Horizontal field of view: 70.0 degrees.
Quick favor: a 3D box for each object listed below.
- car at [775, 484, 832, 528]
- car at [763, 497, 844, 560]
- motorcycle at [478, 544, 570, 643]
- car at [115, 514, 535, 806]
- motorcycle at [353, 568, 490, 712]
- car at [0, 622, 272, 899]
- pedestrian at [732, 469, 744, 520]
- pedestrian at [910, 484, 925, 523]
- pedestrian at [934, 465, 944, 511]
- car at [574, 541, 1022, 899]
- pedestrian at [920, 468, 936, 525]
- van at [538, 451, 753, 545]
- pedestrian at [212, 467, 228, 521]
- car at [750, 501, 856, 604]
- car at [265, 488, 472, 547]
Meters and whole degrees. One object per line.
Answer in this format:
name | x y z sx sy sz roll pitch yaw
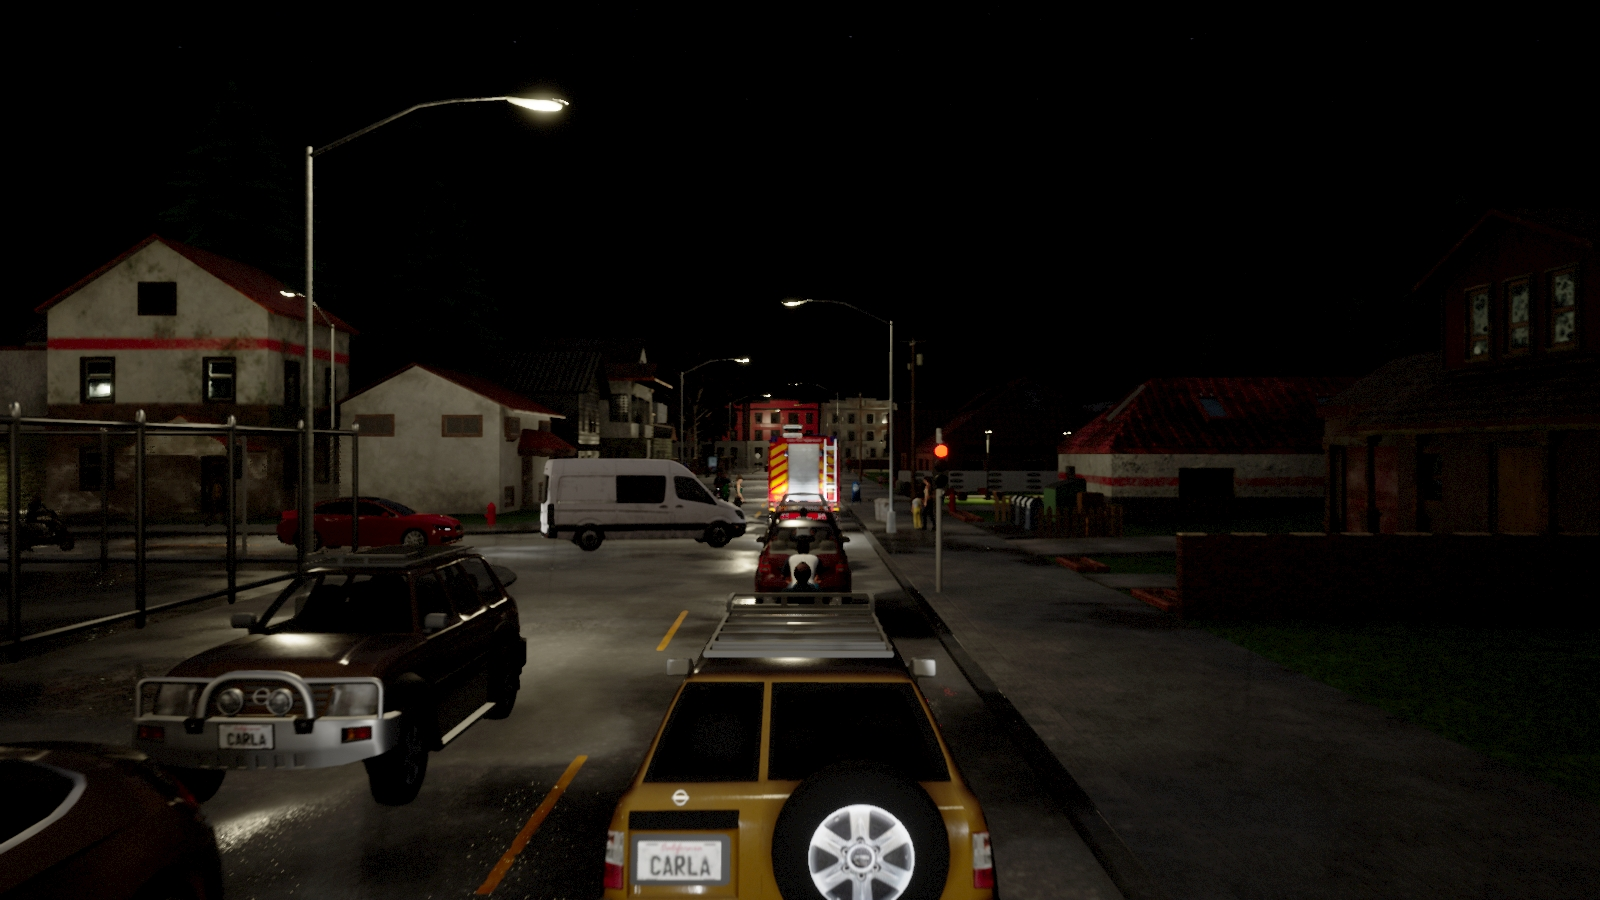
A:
car | 0.121 1.935 40.380 1.895 1.301 4.718 0 0 0
car | 0.082 1.928 28.867 1.895 1.301 4.718 0 0 0
motorcycle | -3.871 1.993 16.175 0.803 1.145 2.033 0 0 0
car | -3.968 1.644 10.558 1.932 1.855 4.605 0 0 1
motorcycle | -3.977 1.962 12.163 0.856 1.236 1.805 0 0 0
car | -3.989 1.772 3.770 2.152 1.651 5.027 0 0 0
pedestrian | -2.272 1.628 41.682 0.375 1.860 0.375 0 0 -12
pedestrian | 3.964 1.805 38.576 0.375 1.300 0.375 0 0 -14
pedestrian | 5.572 1.524 45.866 0.375 1.860 0.375 0 0 4
car | 0.005 1.639 7.230 1.932 1.855 4.605 0 -1 0
pedestrian | 4.228 1.526 37.720 0.375 1.860 0.375 0 0 37
van | -4.480 1.314 33.123 5.915 2.561 1.988 0 0 -18
pedestrian | -20.169 1.525 39.715 0.375 1.860 0.375 0 0 -4
car | 0.057 1.806 21.028 1.789 1.549 3.705 0 0 0
car | -11.840 1.841 31.645 4.892 1.480 2.231 0 0 0
